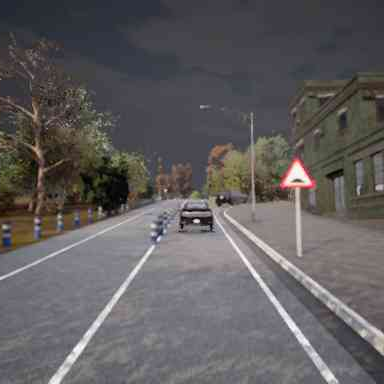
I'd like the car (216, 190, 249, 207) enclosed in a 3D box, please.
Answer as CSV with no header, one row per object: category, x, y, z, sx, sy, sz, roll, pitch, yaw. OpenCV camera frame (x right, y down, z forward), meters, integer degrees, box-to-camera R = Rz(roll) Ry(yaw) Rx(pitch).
car,5.106,0.764,42.062,2.150,2.045,5.566,-6,-2,36

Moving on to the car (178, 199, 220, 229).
car,0.249,1.325,19.527,2.128,1.511,4.902,0,-1,0
